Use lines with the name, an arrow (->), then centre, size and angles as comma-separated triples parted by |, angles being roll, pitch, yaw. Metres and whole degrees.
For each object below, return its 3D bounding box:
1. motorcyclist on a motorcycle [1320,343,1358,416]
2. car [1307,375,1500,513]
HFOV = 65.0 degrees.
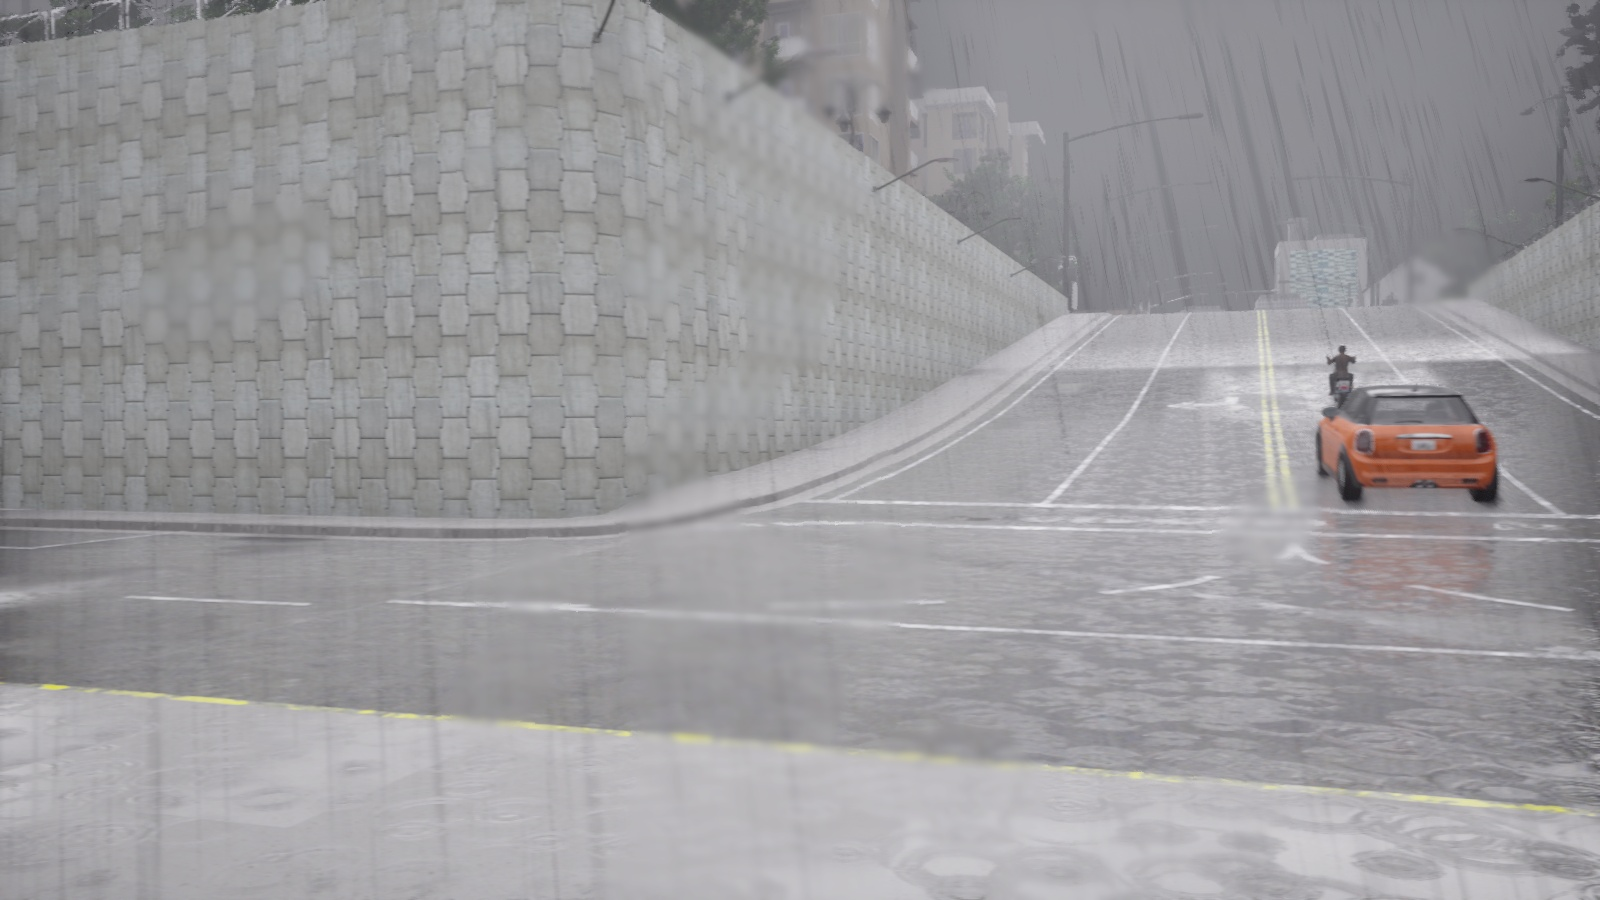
motorcyclist on a motorcycle -> 14.164, -1.878, 33.042 | 0.766, 1.649, 2.350 | 1, 10, 20
car -> 9.602, -0.217, 20.401 | 2.097, 1.767, 4.553 | 1, 6, 17
